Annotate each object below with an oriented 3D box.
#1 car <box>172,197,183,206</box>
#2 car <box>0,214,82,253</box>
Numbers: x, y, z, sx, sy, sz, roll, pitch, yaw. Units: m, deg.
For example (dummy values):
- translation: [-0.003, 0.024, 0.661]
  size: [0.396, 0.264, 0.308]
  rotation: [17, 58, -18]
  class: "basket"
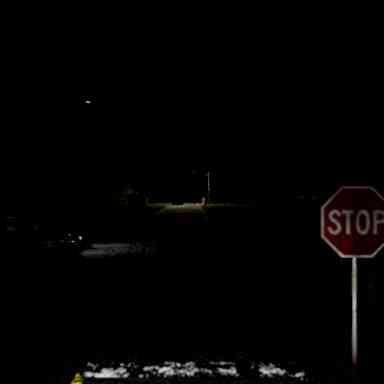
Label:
- translation: [-2.801, 1.866, 66.792]
  size: [2.097, 1.767, 4.553]
  rotation: [0, -1, 0]
  class: "car"
- translation: [-7.051, 1.666, 13.567]
  size: [4.892, 1.490, 1.837]
  rotation: [0, -1, -5]
  class: "car"
